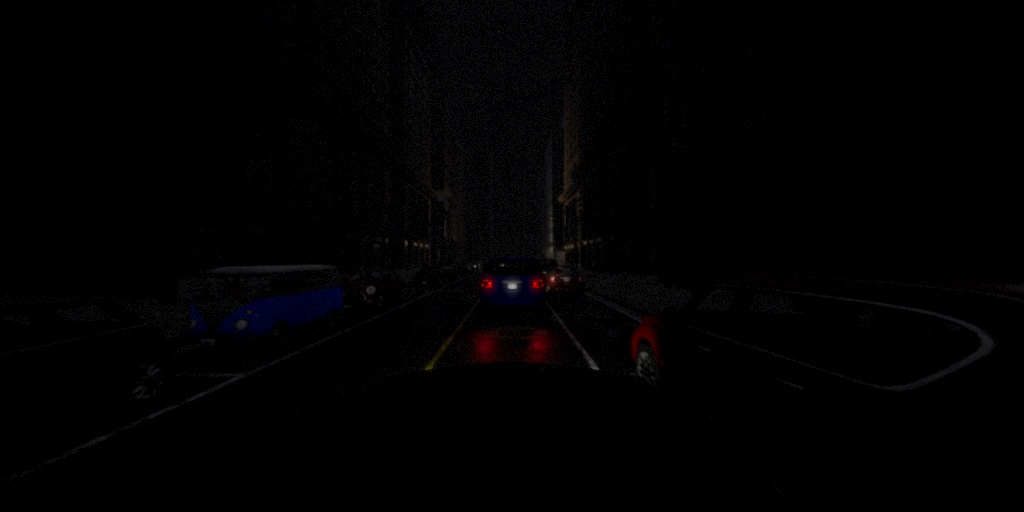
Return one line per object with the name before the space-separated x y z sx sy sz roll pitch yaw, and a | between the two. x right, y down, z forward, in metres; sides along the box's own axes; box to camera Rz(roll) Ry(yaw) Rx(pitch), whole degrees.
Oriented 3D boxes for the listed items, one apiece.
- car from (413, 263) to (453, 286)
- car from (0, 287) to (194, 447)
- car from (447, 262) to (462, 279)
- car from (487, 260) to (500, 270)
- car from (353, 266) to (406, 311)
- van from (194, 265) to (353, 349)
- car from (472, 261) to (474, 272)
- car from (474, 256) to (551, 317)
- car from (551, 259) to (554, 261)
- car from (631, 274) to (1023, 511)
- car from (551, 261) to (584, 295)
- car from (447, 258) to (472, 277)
car | -5.760 1.384 25.698 1.948 1.339 4.313 0 0 0
car | -5.762 1.194 3.292 1.967 1.591 4.097 0 0 0
car | -5.759 1.416 31.299 1.802 1.307 4.207 0 0 0
car | -3.052 1.422 59.701 1.837 1.490 4.892 0 0 1
car | -5.761 1.226 14.495 1.967 1.591 4.097 0 0 0
van | -5.761 1.111 8.893 1.690 1.789 3.998 0 0 0
car | -5.758 1.392 42.334 1.751 1.417 4.829 0 0 0
car | 0.035 1.007 13.514 2.150 2.045 5.566 0 0 0
car | 2.766 1.150 31.302 2.192 1.841 5.009 0 0 0
car | 2.764 1.069 3.292 2.192 1.841 5.009 0 0 0
car | 2.765 1.242 20.099 1.967 1.591 4.097 0 0 0
car | -5.759 1.165 36.901 2.192 1.841 5.009 0 0 0
